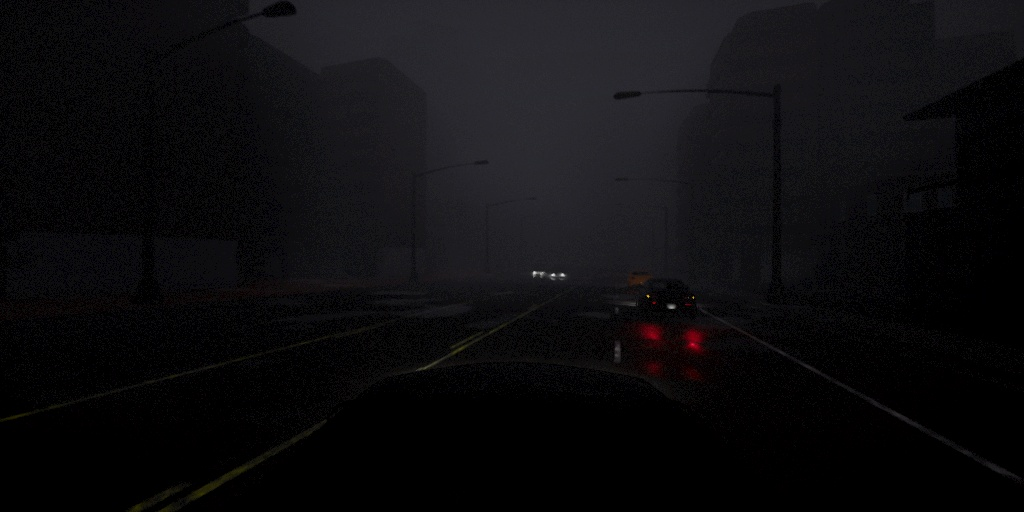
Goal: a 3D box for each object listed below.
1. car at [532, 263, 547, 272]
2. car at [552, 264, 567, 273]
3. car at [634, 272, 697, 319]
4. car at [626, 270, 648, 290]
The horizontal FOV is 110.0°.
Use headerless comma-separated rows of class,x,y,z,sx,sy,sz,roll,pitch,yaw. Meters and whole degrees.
car,4.671,1.951,60.162,1.994,1.385,4.181,0,1,17
car,7.661,2.015,57.947,1.895,1.301,4.718,0,1,17
car,6.046,1.568,14.307,1.812,1.442,4.674,0,-1,17
car,10.373,1.880,29.207,1.882,1.535,5.008,0,-1,17
